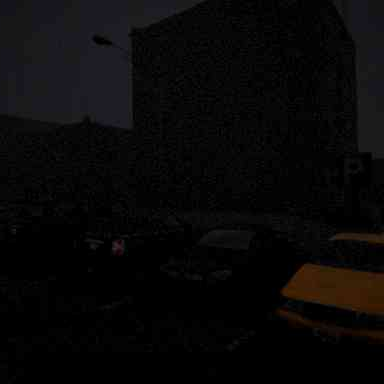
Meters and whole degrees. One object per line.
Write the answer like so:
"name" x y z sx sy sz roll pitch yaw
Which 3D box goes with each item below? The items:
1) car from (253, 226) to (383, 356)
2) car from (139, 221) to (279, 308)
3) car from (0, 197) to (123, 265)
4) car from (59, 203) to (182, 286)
"car" 3.262 1.471 6.400 1.946 1.575 5.366 0 0 36
"car" 1.127 1.502 8.157 2.002 1.452 4.674 0 0 36
"car" -3.342 1.195 11.380 2.435 2.045 5.566 0 0 36
"car" -1.135 1.326 9.729 2.185 1.767 4.553 0 0 36
